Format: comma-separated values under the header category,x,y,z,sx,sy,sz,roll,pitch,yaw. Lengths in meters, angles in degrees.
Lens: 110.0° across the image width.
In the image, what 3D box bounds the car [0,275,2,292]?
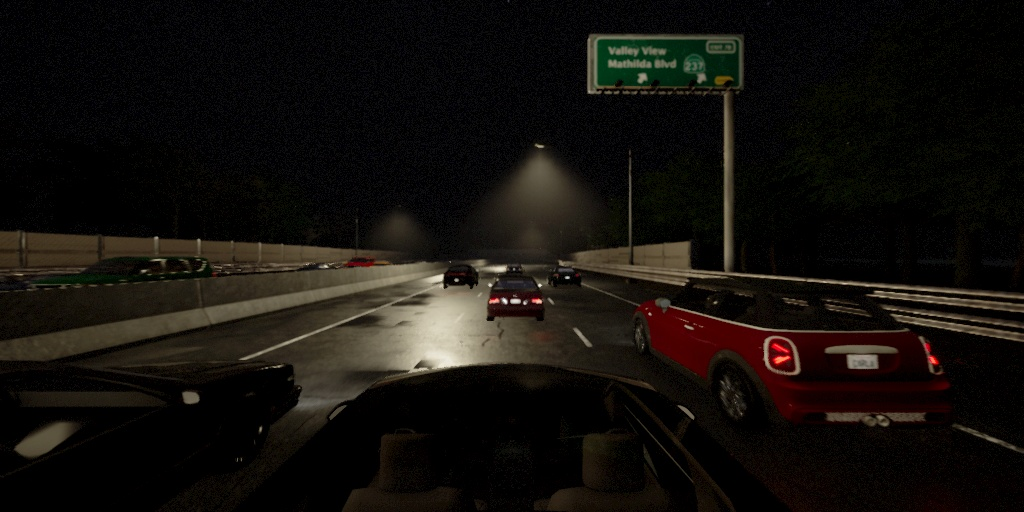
category,x,y,z,sx,sy,sz,roll,pitch,yaw
car,-17.579,1.366,13.834,1.994,1.385,4.181,0,0,0

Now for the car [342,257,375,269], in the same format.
category,x,y,z,sx,sy,sz,roll,pitch,yaw
car,-17.419,1.139,41.412,2.150,2.045,5.566,0,0,1

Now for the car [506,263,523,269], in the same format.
category,x,y,z,sx,sy,sz,roll,pitch,yaw
car,0.265,1.463,40.383,2.033,1.411,5.357,0,0,1

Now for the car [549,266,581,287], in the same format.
category,x,y,z,sx,sy,sz,roll,pitch,yaw
car,3.667,1.417,25.671,1.994,1.385,4.181,0,0,0

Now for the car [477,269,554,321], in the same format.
category,x,y,z,sx,sy,sz,roll,pitch,yaw
car,0.113,1.347,12.743,2.033,1.411,5.357,0,0,0

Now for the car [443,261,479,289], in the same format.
category,x,y,z,sx,sy,sz,roll,pitch,yaw
car,-3.340,1.324,24.143,1.882,1.535,5.008,0,0,0

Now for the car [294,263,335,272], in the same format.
category,x,y,z,sx,sy,sz,roll,pitch,yaw
car,-20.945,1.453,38.374,2.033,1.411,5.357,0,0,1

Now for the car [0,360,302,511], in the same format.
category,x,y,z,sx,sy,sz,roll,pitch,yaw
car,-3.400,1.297,1.748,2.033,1.411,5.357,0,0,0

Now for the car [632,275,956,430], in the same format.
category,x,y,z,sx,sy,sz,roll,pitch,yaw
car,3.606,1.121,5.809,2.097,1.767,4.553,0,0,0

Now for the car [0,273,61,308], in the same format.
category,x,y,z,sx,sy,sz,roll,pitch,yaw
car,-21.081,1.402,13.643,1.895,1.301,4.718,0,0,0

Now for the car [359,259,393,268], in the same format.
category,x,y,z,sx,sy,sz,roll,pitch,yaw
car,-13.950,1.382,38.002,1.882,1.535,5.008,0,0,0

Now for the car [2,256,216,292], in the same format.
category,x,y,z,sx,sy,sz,roll,pitch,yaw
car,-14.081,1.023,13.495,2.150,2.045,5.566,0,0,0
